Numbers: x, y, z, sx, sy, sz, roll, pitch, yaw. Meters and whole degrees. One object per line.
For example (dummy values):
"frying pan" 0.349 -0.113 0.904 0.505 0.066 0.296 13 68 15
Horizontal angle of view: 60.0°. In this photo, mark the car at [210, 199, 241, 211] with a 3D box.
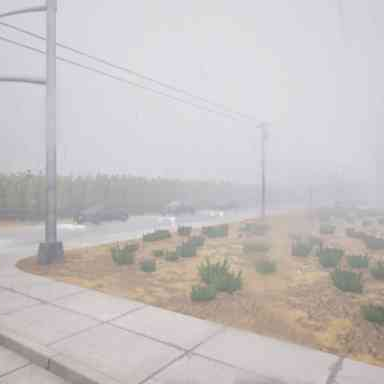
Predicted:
"car" 4.332 1.568 41.626 2.033 1.411 5.357 0 0 33

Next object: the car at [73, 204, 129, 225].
"car" -6.601 1.585 24.485 1.994 1.385 4.181 0 0 33

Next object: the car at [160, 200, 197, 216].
"car" -1.268 1.547 32.827 1.812 1.442 4.674 0 0 32
